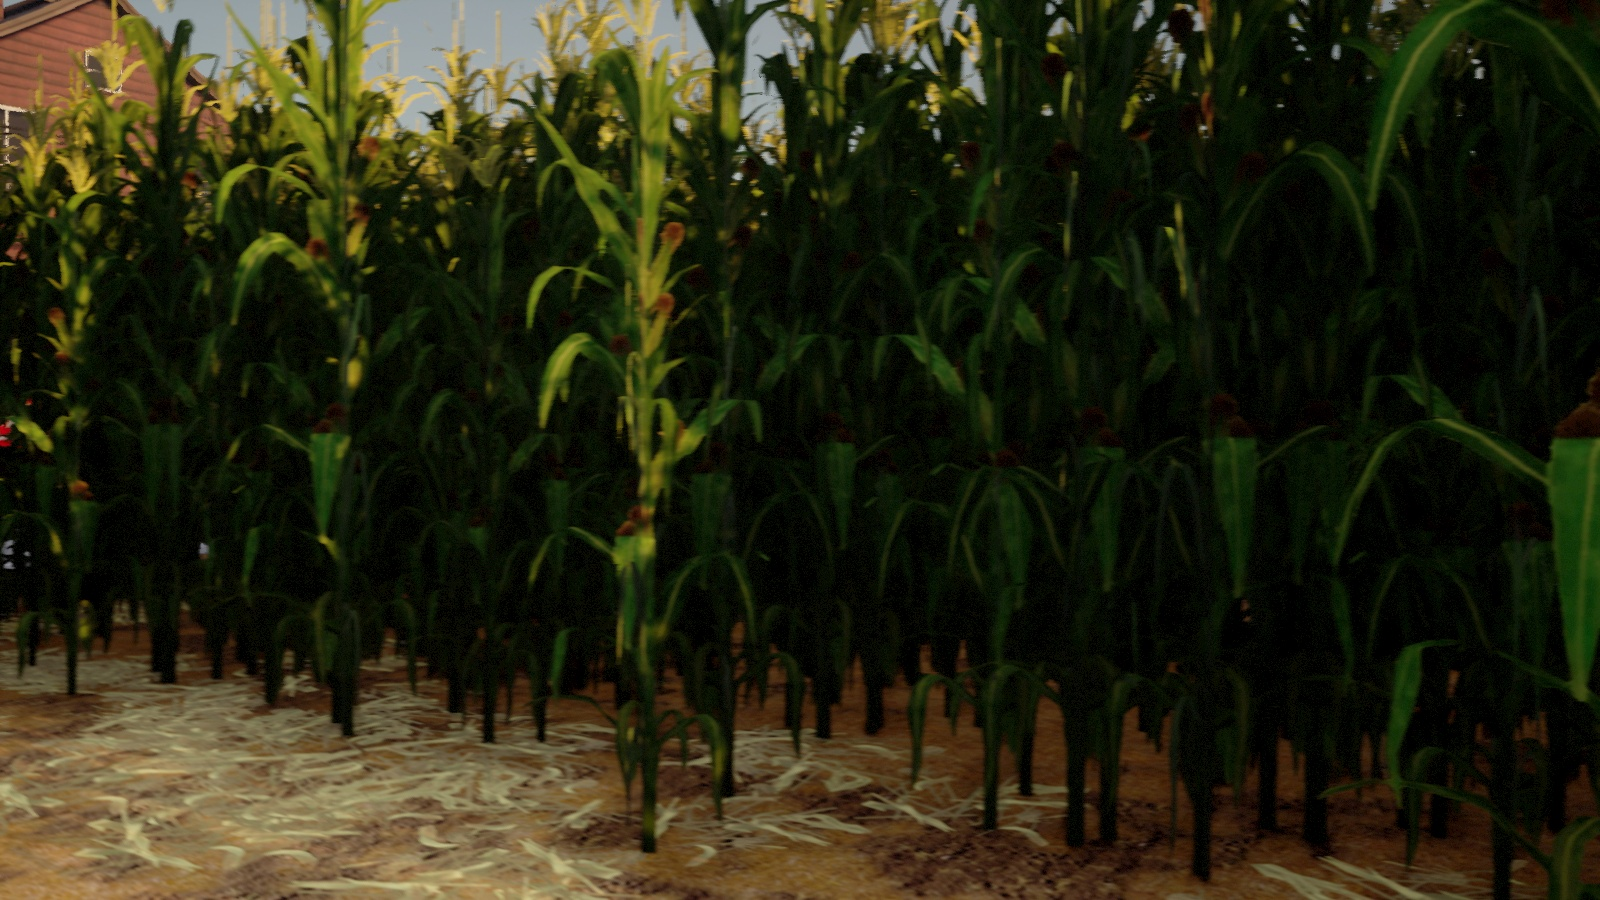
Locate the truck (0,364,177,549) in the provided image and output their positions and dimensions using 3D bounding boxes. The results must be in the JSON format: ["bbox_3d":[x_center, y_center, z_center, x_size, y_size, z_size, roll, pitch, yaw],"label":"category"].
[{"bbox_3d":[-11.873,0.092,17.337,2.627,2.467,5.204,0,1,33],"label":"truck"}]
